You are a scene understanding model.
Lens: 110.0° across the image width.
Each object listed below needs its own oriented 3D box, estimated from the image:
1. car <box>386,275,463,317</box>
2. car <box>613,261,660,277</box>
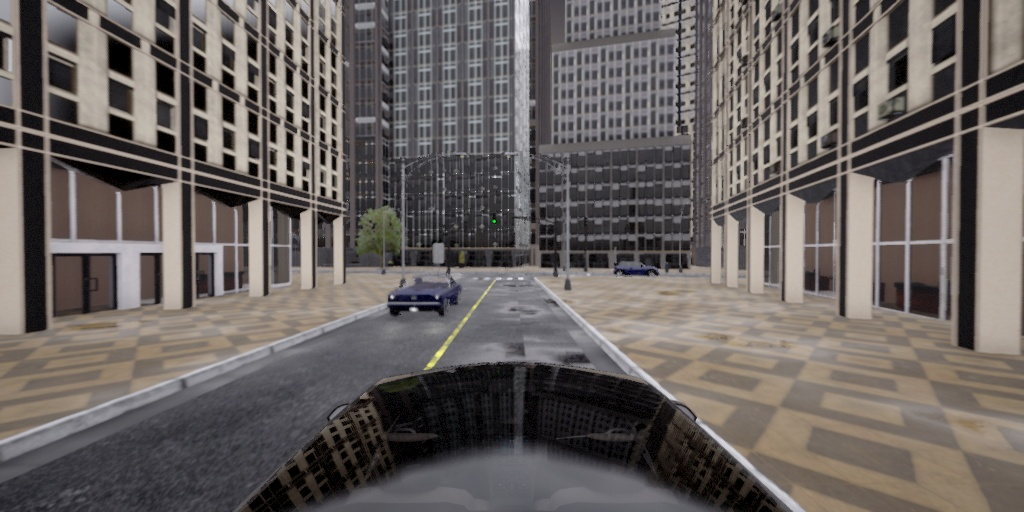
[{"bbox_3d":[-3.092,1.400,13.535,1.895,1.301,4.718,0,0,0],"label":"car"},{"bbox_3d":[12.831,1.302,37.127,4.553,1.767,2.097,0,1,14],"label":"car"}]
